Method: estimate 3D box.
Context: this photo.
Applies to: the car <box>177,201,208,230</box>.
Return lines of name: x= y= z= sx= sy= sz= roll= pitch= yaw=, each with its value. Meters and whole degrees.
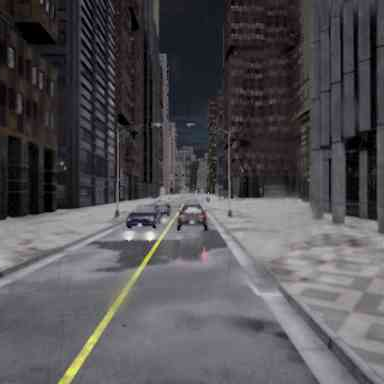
car: x=0.035 y=1.515 z=20.921 sx=1.812 sy=1.442 sz=4.674 roll=0 pitch=0 yaw=0

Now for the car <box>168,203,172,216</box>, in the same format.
car: x=-3.010 y=1.549 z=31.718 sx=1.994 sy=1.385 sz=4.181 roll=0 pitch=0 yaw=0

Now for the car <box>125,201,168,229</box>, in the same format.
car: x=-3.015 y=1.537 z=21.931 sx=2.033 sy=1.411 sz=5.357 roll=0 pitch=0 yaw=0
